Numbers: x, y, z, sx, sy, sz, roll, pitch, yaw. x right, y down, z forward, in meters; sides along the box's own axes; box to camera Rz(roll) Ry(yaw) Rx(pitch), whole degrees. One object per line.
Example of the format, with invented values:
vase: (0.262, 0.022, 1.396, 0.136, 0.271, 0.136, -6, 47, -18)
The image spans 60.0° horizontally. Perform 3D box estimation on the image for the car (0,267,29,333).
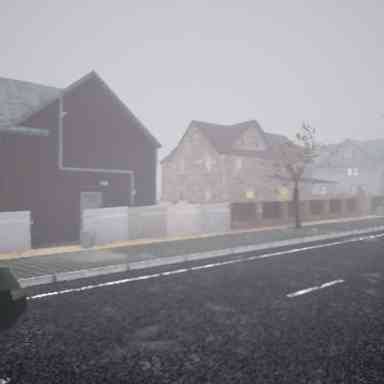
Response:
car: (-4.825, 1.630, 4.236, 4.718, 1.301, 1.895, -1, 0, -35)
